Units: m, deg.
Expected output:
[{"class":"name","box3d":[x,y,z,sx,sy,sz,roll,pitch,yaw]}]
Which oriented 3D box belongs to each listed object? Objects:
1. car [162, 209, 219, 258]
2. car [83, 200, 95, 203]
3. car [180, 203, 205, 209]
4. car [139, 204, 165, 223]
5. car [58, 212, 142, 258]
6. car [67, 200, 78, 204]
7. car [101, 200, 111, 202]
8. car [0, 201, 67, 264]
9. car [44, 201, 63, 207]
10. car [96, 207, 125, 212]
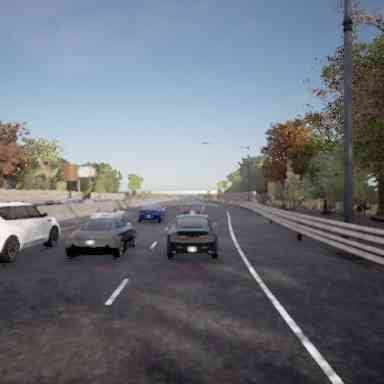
[{"class":"car","box3d":[0.030,1.659,13.467,1.837,1.490,4.892,0,0,1]},{"class":"car","box3d":[-20.968,2.336,67.378,1.812,1.442,4.674,0,-1,0]},{"class":"car","box3d":[0.038,1.677,28.391,2.097,1.767,4.553,0,-1,1]},{"class":"car","box3d":[-3.454,1.813,29.221,1.882,1.535,5.008,0,0,1]},{"class":"car","box3d":[-3.469,1.716,13.401,1.994,1.385,4.181,0,-1,1]},{"class":"car","box3d":[-24.468,2.336,67.379,1.812,1.442,4.674,0,-1,0]},{"class":"car","box3d":[-17.468,2.335,67.376,1.812,1.442,4.674,0,-1,0]},{"class":"car","box3d":[-6.984,1.367,12.533,2.150,2.045,5.566,0,0,0]},{"class":"car","box3d":[-27.968,2.407,67.350,1.895,1.301,4.718,0,-1,0]},{"class":"car","box3d":[-6.968,1.925,28.217,1.895,1.301,4.718,0,-1,0]}]
